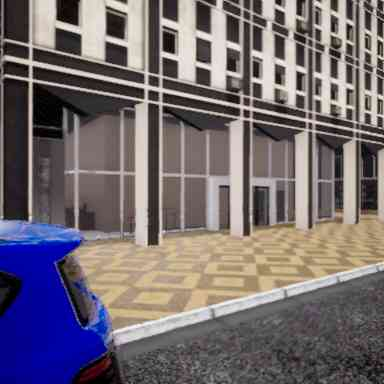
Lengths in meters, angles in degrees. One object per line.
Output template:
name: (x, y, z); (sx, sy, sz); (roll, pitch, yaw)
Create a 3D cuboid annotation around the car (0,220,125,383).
car: (-2.995, 1.223, 1.227); (5.566, 2.045, 2.150); (0, 0, -35)
